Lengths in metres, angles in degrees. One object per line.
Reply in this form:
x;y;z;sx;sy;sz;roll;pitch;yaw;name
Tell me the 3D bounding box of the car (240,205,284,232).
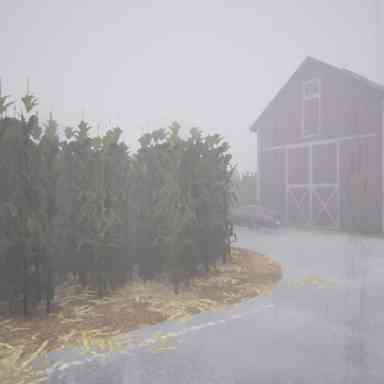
3.426;1.526;20.262;1.812;1.442;4.674;0;0;-36;car
